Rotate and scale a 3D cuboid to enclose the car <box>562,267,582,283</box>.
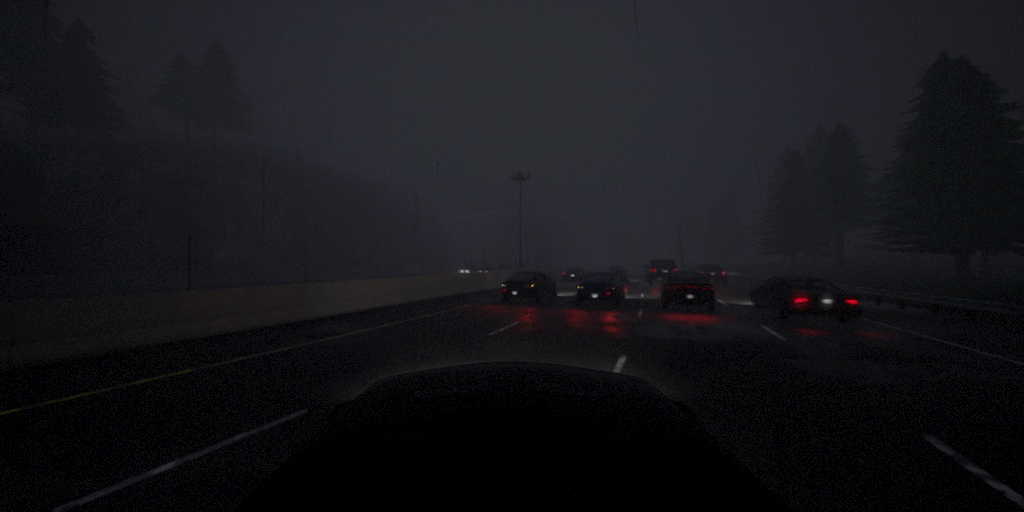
[{"bbox_3d":[5.710,1.648,32.220,1.994,1.385,4.181,0,-1,17],"label":"car"}]

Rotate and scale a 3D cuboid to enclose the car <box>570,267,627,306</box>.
[{"bbox_3d":[4.189,1.439,16.770,1.812,1.442,4.674,0,0,21],"label":"car"}]

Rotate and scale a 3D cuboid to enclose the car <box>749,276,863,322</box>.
[{"bbox_3d":[10.225,1.414,12.939,2.033,1.411,5.357,0,-1,21],"label":"car"}]

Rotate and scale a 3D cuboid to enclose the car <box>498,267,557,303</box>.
[{"bbox_3d":[0.934,1.456,18.049,1.812,1.442,4.674,0,0,21],"label":"car"}]

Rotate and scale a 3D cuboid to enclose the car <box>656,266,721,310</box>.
[{"bbox_3d":[7.566,1.377,15.805,1.882,1.535,5.008,0,0,21],"label":"car"}]

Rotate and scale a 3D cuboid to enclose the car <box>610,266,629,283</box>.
[{"bbox_3d":[9.179,1.599,31.603,1.812,1.442,4.674,0,0,16],"label":"car"}]

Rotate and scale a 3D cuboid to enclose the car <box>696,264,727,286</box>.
[{"bbox_3d":[15.735,1.392,29.097,2.097,1.767,4.553,0,-1,17],"label":"car"}]

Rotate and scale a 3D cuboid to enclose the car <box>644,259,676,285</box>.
[{"bbox_3d":[12.151,1.271,29.302,2.150,2.045,5.566,0,0,17],"label":"car"}]
